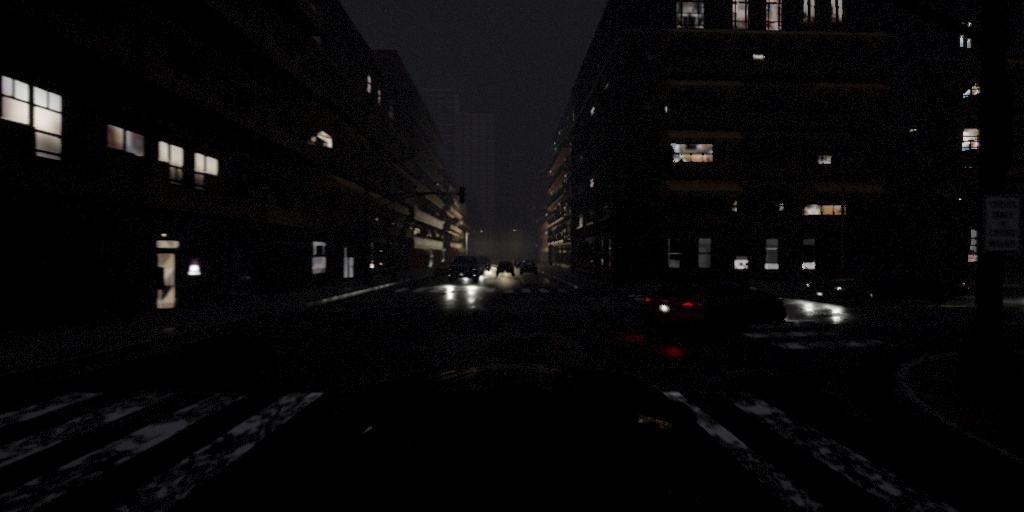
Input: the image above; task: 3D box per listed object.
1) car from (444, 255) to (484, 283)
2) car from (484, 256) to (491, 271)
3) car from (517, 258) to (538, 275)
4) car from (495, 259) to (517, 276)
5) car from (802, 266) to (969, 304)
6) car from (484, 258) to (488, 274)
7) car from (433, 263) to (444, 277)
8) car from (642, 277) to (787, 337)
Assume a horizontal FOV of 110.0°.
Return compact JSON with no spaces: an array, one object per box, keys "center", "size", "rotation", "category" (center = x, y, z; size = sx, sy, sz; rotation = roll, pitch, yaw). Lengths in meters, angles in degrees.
[{"center":[-3.704,0.971,28.631],"size":[2.150,2.045,5.566],"rotation":[0,0,-1],"category":"car"},{"center":[-4.070,0.995,49.259],"size":[2.150,2.045,5.566],"rotation":[0,0,0],"category":"car"},{"center":[1.814,1.236,40.269],"size":[1.967,1.591,4.097],"rotation":[0,0,-1],"category":"car"},{"center":[-0.729,1.283,38.360],"size":[1.837,1.490,4.892],"rotation":[0,0,-1],"category":"car"},{"center":[15.040,1.113,14.544],"size":[5.357,1.411,2.033],"rotation":[-1,0,-2],"category":"car"},{"center":[-3.919,1.286,38.748],"size":[1.812,1.442,4.674],"rotation":[0,0,-1],"category":"car"},{"center":[-6.444,1.291,34.566],"size":[2.007,1.370,4.403],"rotation":[0,0,-1],"category":"car"},{"center":[5.816,1.299,10.313],"size":[4.181,1.385,1.994],"rotation":[-1,0,-26],"category":"car"}]
